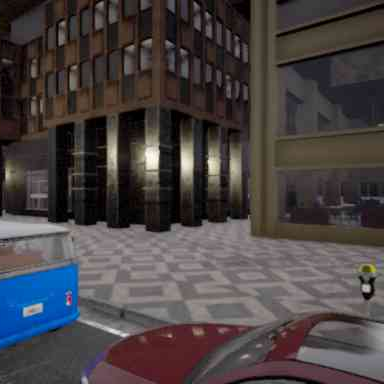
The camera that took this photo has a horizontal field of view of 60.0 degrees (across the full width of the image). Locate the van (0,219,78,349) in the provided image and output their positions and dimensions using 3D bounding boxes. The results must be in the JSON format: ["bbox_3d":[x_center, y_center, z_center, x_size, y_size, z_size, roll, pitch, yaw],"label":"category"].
[{"bbox_3d":[-3.638,1.350,5.547,3.998,1.788,1.690,0,0,35],"label":"van"}]

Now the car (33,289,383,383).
[{"bbox_3d":[0.926,1.583,2.300,4.206,1.307,1.802,0,0,35],"label":"car"}]
